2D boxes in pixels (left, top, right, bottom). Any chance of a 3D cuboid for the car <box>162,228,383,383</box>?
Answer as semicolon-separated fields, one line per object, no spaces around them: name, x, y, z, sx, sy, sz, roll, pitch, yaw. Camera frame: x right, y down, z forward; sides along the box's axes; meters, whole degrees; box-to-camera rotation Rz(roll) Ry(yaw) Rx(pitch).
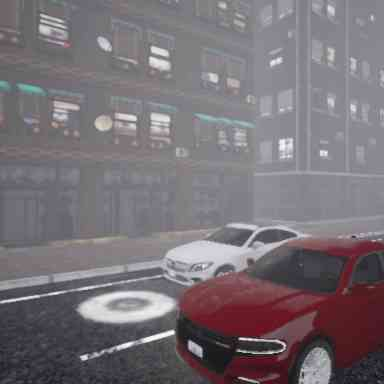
car;2.072;1.492;5.164;5.008;1.535;1.882;0;0;-35

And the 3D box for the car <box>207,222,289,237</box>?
car;1.457;1.545;8.717;4.674;1.442;1.812;0;0;-35
